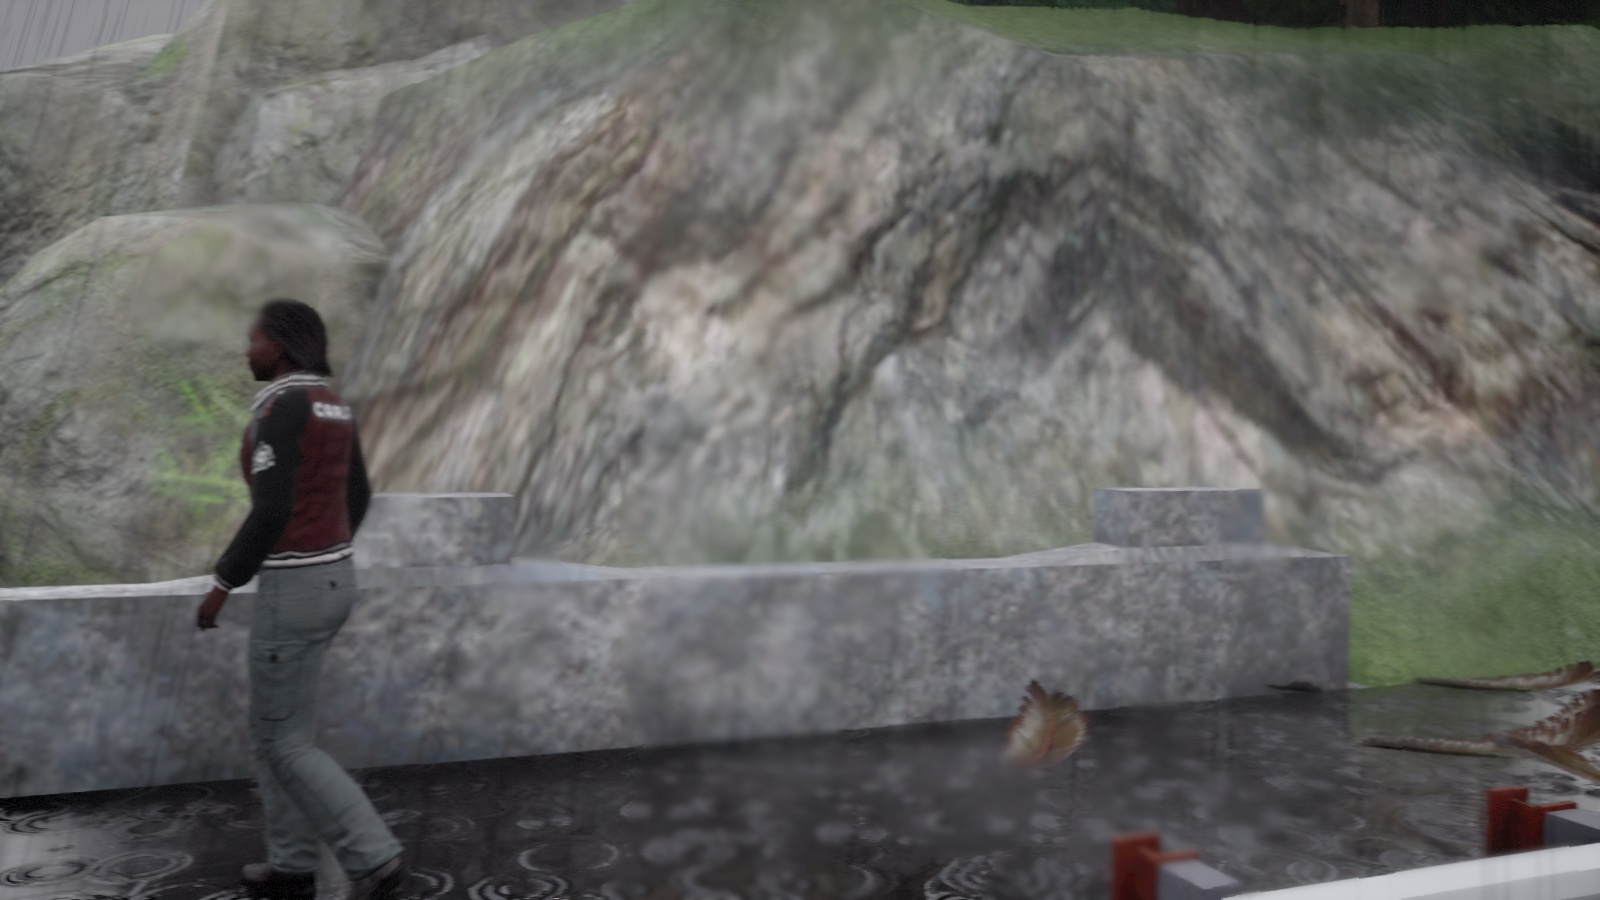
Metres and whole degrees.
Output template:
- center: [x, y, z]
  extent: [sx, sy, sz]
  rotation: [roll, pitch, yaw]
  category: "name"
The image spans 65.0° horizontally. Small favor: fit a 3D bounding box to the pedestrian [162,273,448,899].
- center: [-1.479, 0.462, 3.804]
  extent: [0.666, 1.930, 0.402]
  rotation: [-1, 1, 6]
  category: "pedestrian"
